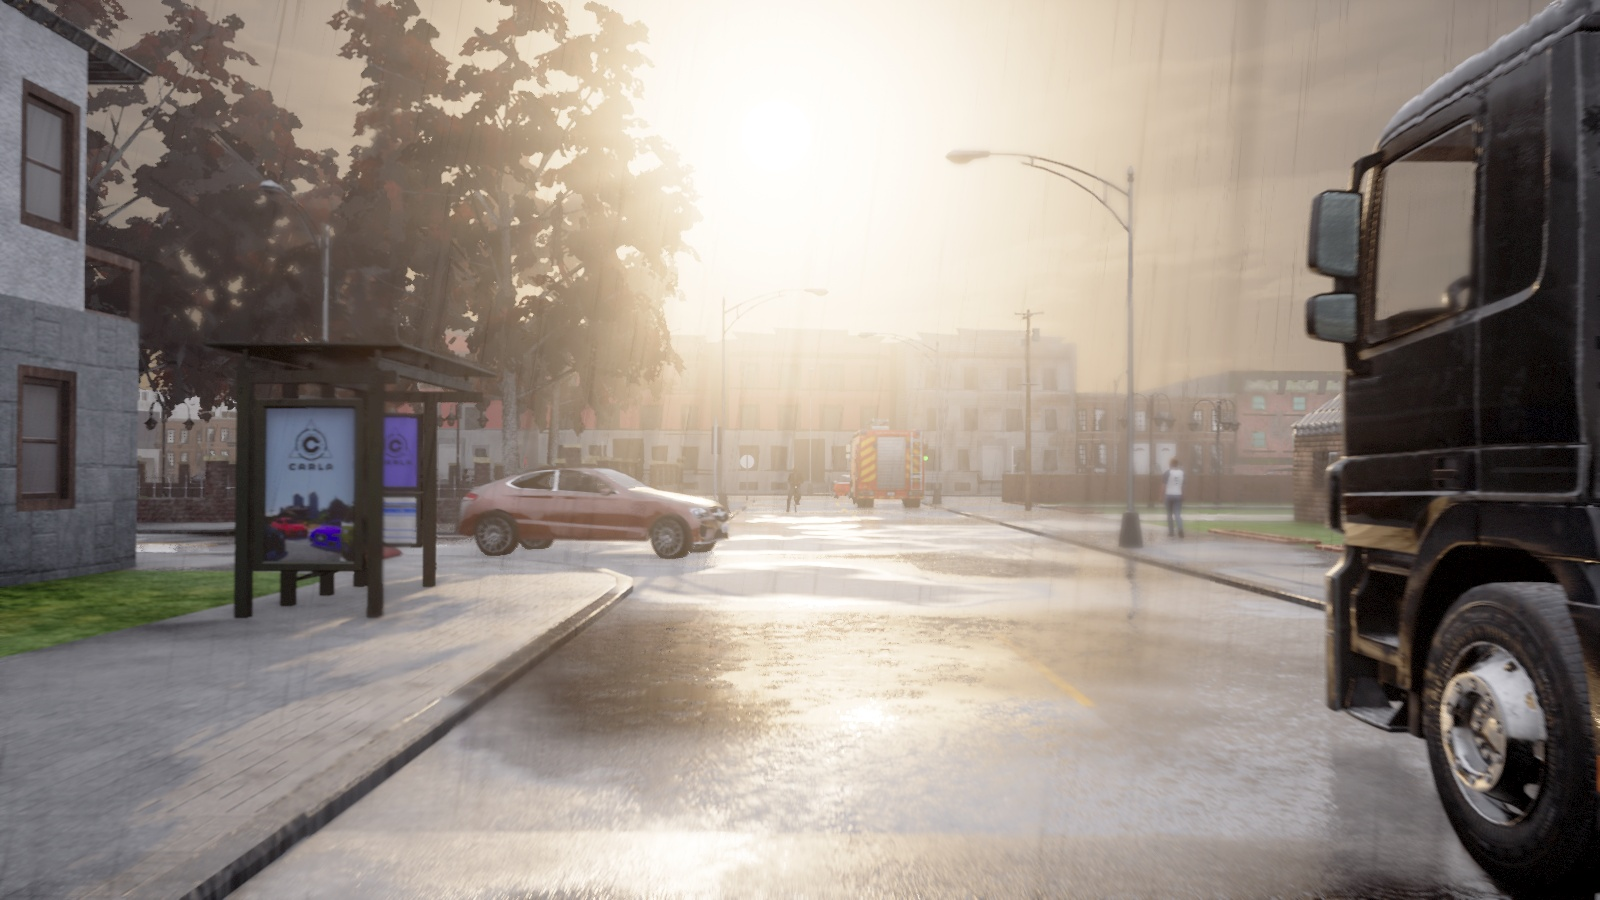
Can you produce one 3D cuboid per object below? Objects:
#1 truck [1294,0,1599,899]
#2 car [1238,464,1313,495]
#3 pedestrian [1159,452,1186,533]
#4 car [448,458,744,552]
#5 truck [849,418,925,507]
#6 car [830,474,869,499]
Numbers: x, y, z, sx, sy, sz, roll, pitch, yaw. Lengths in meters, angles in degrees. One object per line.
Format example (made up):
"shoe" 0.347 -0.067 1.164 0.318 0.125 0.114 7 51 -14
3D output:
"truck" 3.977 -0.140 2.577 2.891 3.462 7.936 0 -1 1
"car" 29.277 1.789 77.401 3.866 1.878 1.905 0 -1 0
"pedestrian" 8.474 0.962 28.572 0.354 1.836 0.706 0 -1 -2
"car" -3.743 1.001 23.472 5.027 1.651 2.152 0 -1 11
"truck" 3.871 0.603 57.883 2.891 3.827 8.468 0 -1 0
"car" 2.805 2.054 71.454 1.481 1.376 2.207 1 -1 -21
